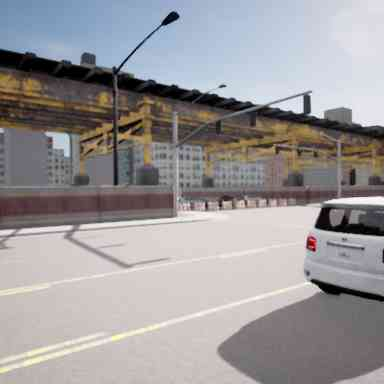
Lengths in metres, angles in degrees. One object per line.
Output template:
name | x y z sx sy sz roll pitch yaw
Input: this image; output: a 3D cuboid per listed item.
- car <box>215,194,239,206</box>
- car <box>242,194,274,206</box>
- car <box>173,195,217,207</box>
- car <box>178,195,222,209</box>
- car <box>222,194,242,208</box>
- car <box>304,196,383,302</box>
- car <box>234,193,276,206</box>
car | 4.189 0.904 39.303 1.853 1.218 4.536 -1 1 18
car | 8.040 0.825 42.997 4.536 1.218 1.853 -1 1 -7
car | 0.370 0.974 36.585 4.536 1.218 1.853 -1 1 8
car | 0.424 1.131 36.579 4.974 1.542 2.038 -1 1 8
car | 4.175 1.062 39.255 2.038 1.542 4.974 -1 1 18
car | 4.773 1.103 7.162 5.566 2.045 2.150 -1 1 -35
car | 8.094 0.982 43.005 4.974 1.542 2.038 -1 1 -7
